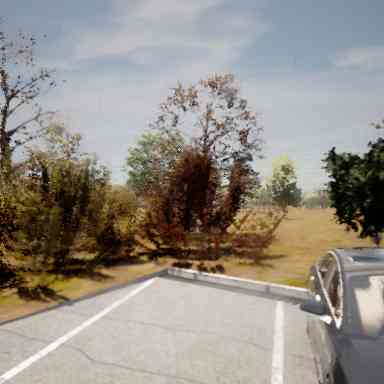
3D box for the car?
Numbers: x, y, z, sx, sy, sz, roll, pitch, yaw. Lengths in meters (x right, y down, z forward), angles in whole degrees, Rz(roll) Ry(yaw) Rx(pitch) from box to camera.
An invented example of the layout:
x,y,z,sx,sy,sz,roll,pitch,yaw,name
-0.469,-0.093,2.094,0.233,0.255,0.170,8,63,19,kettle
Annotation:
x,y,z,sx,sy,sz,roll,pitch,yaw,name
2.363,1.488,3.823,2.231,1.521,4.892,0,-1,16,car
